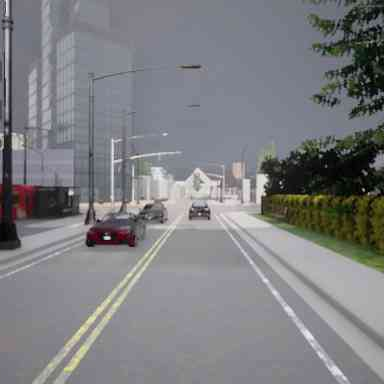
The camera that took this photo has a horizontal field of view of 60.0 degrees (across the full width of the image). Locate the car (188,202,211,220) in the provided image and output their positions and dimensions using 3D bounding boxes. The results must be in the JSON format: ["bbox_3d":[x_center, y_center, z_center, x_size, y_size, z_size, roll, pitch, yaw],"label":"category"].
[{"bbox_3d":[0.670,1.640,29.603,2.128,1.511,4.902,0,0,1],"label":"car"}]

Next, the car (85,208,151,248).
[{"bbox_3d":[-3.317,1.639,15.135,1.994,1.385,4.181,0,0,1],"label":"car"}]

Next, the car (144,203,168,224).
[{"bbox_3d":[-2.998,1.636,26.321,1.837,1.490,4.892,0,0,1],"label":"car"}]
